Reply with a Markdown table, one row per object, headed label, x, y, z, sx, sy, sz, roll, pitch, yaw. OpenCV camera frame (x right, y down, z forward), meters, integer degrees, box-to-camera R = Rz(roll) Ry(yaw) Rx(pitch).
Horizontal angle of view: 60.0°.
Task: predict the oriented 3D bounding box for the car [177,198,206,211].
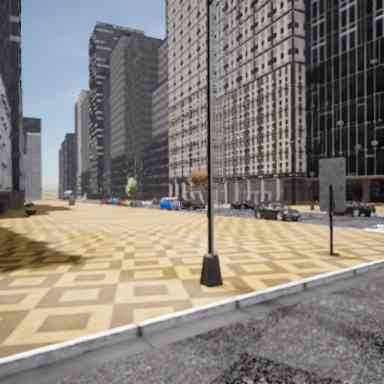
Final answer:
| label | x | y | z | sx | sy | sz | roll | pitch | yaw |
| --- | --- | --- | --- | --- | --- | --- | --- | --- | --- |
| car | 0.132 | 1.760 | 45.879 | 1.882 | 1.535 | 5.008 | -1 | -1 | -26 |

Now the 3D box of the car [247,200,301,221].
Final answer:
| label | x | y | z | sx | sy | sz | roll | pitch | yaw |
| --- | --- | --- | --- | --- | --- | --- | --- | --- | --- |
| car | 6.655 | 1.537 | 26.290 | 2.008 | 1.369 | 4.403 | -2 | 0 | -26 |

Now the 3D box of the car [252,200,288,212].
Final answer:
| label | x | y | z | sx | sy | sz | roll | pitch | yaw |
| --- | --- | --- | --- | --- | --- | --- | --- | --- | --- |
| car | 9.329 | 1.654 | 40.062 | 1.947 | 1.339 | 4.313 | -2 | 0 | -26 |

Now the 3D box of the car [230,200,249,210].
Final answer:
| label | x | y | z | sx | sy | sz | roll | pitch | yaw |
| --- | --- | --- | --- | --- | --- | --- | --- | --- | --- |
| car | 6.890 | 1.742 | 45.131 | 1.947 | 1.339 | 4.313 | -2 | 0 | -26 |

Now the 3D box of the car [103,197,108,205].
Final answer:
| label | x | y | z | sx | sy | sz | roll | pitch | yaw |
| --- | --- | --- | --- | --- | --- | --- | --- | --- | --- |
| car | -22.607 | 2.624 | 87.110 | 1.887 | 1.381 | 4.507 | -2 | 0 | -26 |

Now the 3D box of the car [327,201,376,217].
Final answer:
| label | x | y | z | sx | sy | sz | roll | pitch | yaw |
| --- | --- | --- | --- | --- | --- | --- | --- | --- | --- |
| car | 14.205 | 1.465 | 29.925 | 2.008 | 1.369 | 4.403 | -2 | 0 | -26 |

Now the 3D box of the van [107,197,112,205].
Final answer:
| label | x | y | z | sx | sy | sz | roll | pitch | yaw |
| --- | --- | --- | --- | --- | --- | --- | --- | --- | --- |
| van | -17.736 | 2.231 | 76.974 | 1.690 | 1.788 | 3.998 | -2 | 0 | -26 |

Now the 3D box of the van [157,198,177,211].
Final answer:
| label | x | y | z | sx | sy | sz | roll | pitch | yaw |
| --- | --- | --- | --- | --- | --- | --- | --- | --- | --- |
| van | -3.106 | 1.678 | 46.566 | 1.690 | 1.788 | 3.998 | -2 | 0 | -26 |

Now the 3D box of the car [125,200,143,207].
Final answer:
| label | x | y | z | sx | sy | sz | roll | pitch | yaw |
| --- | --- | --- | --- | --- | --- | --- | --- | --- | --- |
| car | -10.415 | 2.160 | 61.769 | 2.008 | 1.369 | 4.403 | -2 | 0 | -26 |

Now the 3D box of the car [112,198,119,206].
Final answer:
| label | x | y | z | sx | sy | sz | roll | pitch | yaw |
| --- | --- | --- | --- | --- | --- | --- | --- | --- | --- |
| car | -15.292 | 2.341 | 71.906 | 1.887 | 1.381 | 4.507 | -2 | 0 | -26 |

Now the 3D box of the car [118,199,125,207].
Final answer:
| label | x | y | z | sx | sy | sz | roll | pitch | yaw |
| --- | --- | --- | --- | --- | --- | --- | --- | --- | --- |
| car | -12.781 | 2.225 | 66.685 | 1.752 | 1.417 | 4.829 | -2 | 0 | -26 |

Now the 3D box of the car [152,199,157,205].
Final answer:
| label | x | y | z | sx | sy | sz | roll | pitch | yaw |
| --- | --- | --- | --- | --- | --- | --- | --- | --- | --- |
| car | -7.741 | 2.306 | 75.540 | 1.802 | 1.307 | 4.206 | -2 | 0 | -26 |
